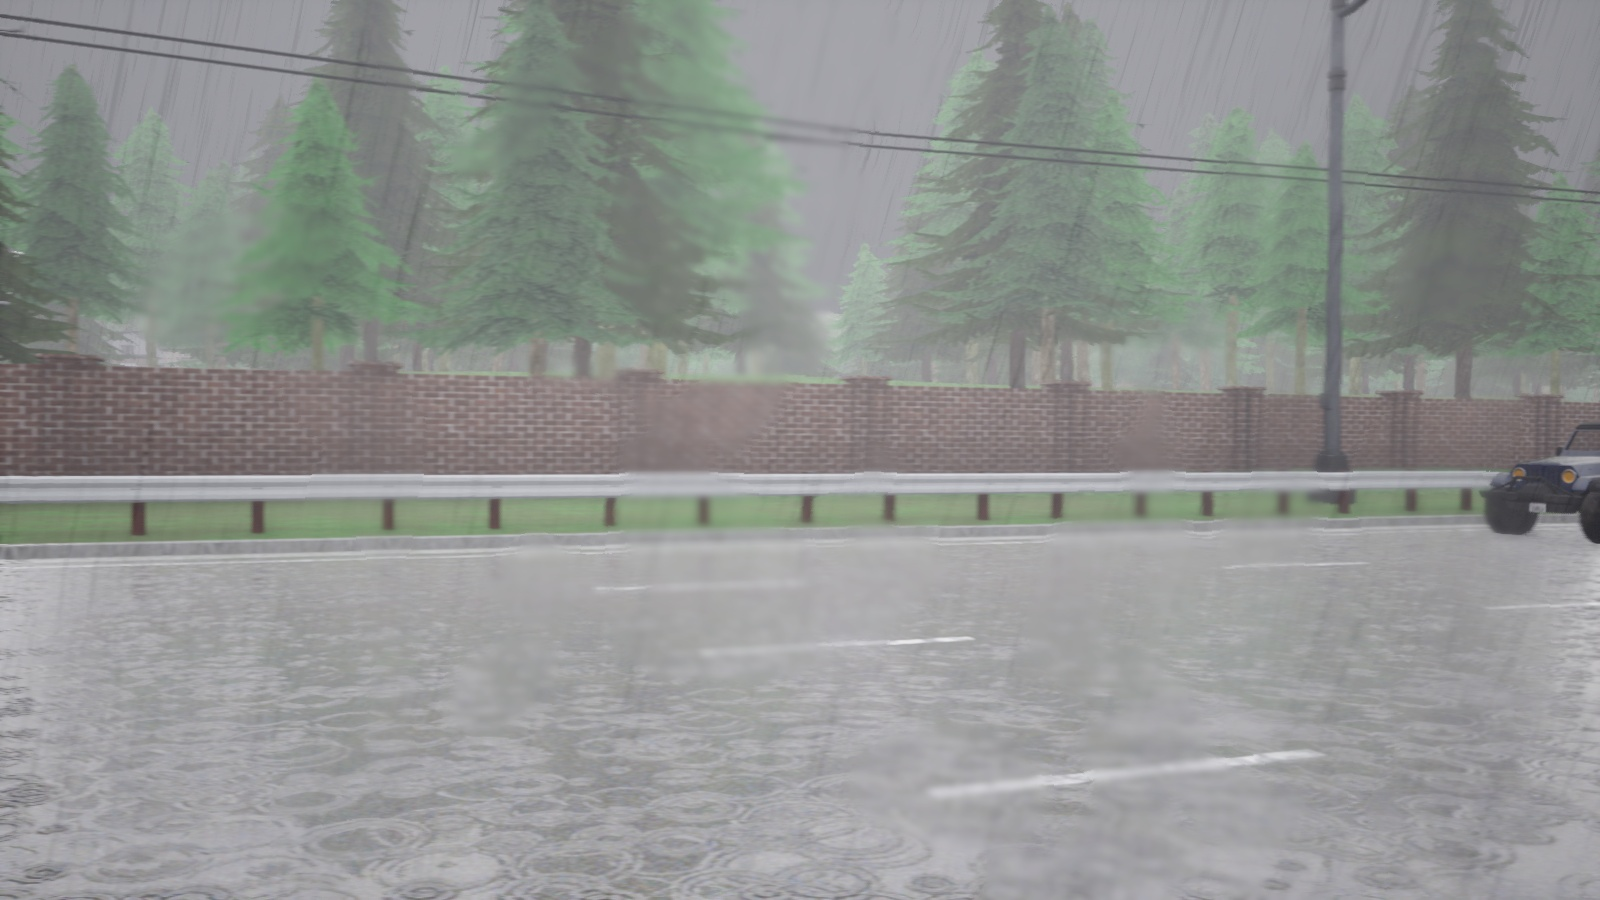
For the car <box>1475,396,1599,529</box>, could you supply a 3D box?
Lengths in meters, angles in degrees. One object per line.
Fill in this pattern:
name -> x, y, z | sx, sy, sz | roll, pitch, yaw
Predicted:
car -> 12.600, 0.138, 19.251 | 3.866, 1.878, 1.905 | -1, 1, -21
